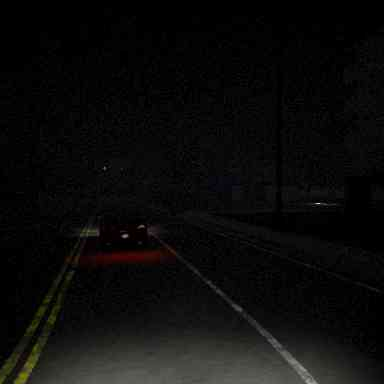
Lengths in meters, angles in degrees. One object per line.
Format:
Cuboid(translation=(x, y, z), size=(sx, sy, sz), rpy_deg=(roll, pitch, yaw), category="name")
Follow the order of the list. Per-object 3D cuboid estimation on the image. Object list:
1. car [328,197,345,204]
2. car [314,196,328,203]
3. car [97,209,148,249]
Cuboid(translation=(28.744, 1.571, 64.272), size=(4.718, 1.301, 1.895), rpy_deg=(0, 0, -43), category="car")
Cuboid(translation=(26.128, 1.545, 66.603), size=(4.181, 1.385, 1.994), rpy_deg=(0, 0, -43), category="car")
Cuboid(translation=(-3.115, 1.483, 14.733), size=(1.882, 1.535, 5.008), rpy_deg=(0, 0, -15), category="car")
